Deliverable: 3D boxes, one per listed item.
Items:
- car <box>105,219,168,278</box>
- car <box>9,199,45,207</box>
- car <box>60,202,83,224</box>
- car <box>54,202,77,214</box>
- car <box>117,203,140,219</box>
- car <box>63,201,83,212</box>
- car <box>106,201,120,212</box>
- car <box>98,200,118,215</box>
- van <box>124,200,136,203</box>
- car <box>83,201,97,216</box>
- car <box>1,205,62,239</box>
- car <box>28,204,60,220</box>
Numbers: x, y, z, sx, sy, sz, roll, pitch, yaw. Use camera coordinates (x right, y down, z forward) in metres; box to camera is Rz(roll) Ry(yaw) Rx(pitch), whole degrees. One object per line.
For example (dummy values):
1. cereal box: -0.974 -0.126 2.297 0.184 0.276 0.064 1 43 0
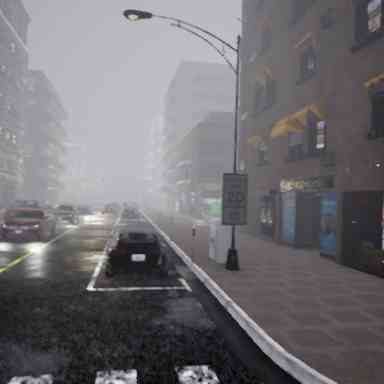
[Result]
1. car: -1.805 1.788 10.783 1.947 1.339 4.313 2 -1 -11
2. car: -12.728 1.499 25.742 2.192 1.841 5.009 2 -1 -11
3. car: -10.675 1.827 28.058 1.812 1.442 4.674 2 -1 -11
4. car: -15.937 1.975 42.189 1.887 1.381 4.507 2 -1 -11
5. car: -6.072 2.098 32.721 1.887 1.381 4.507 2 -1 -11
6. car: -17.004 2.062 47.674 2.008 1.369 4.403 2 -1 -11
7. car: -12.395 2.266 52.323 1.837 1.490 4.892 2 -1 -11
8. car: -10.360 2.154 41.869 2.033 1.411 5.357 2 -1 -11
9. van: -7.132 1.976 38.210 1.690 1.788 3.998 2 -1 -11
10. car: -12.735 2.030 38.895 1.994 1.385 4.181 2 -1 -11
11. car: -8.776 1.680 18.284 1.812 1.442 4.674 2 -1 -11
12. car: -13.804 1.848 31.220 1.802 1.307 4.206 2 -1 -11
